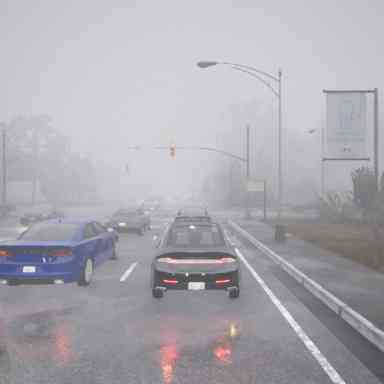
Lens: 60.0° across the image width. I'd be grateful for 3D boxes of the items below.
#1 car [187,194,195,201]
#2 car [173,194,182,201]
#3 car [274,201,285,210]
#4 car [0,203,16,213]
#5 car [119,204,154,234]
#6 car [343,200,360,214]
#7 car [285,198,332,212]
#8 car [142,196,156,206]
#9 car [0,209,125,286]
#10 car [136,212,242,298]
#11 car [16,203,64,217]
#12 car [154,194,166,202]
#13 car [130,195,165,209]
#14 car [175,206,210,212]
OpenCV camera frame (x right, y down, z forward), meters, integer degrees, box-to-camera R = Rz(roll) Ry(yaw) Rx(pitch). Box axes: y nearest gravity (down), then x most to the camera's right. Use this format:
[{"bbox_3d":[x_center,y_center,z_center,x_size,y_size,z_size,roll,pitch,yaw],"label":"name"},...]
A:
[{"bbox_3d":[-0.302,1.518,85.673,2.128,1.511,4.902,0,0,0],"label":"car"},{"bbox_3d":[-3.800,1.471,85.277,1.882,1.535,5.008,0,0,0],"label":"car"},{"bbox_3d":[12.852,1.491,41.661,4.902,1.511,2.128,0,0,3],"label":"car"},{"bbox_3d":[-21.747,1.601,36.343,4.718,1.301,1.895,0,0,1],"label":"car"},{"bbox_3d":[-3.463,1.564,18.464,1.994,1.385,4.181,0,0,0],"label":"car"},{"bbox_3d":[17.960,1.352,34.168,4.553,1.767,2.097,0,0,3],"label":"car"},{"bbox_3d":[13.570,1.526,38.103,4.674,1.442,1.812,0,0,3],"label":"car"},{"bbox_3d":[-7.278,1.505,56.583,1.837,1.490,4.892,0,0,0],"label":"car"},{"bbox_3d":[-3.431,1.478,9.472,1.882,1.535,5.008,0,0,0],"label":"car"},{"bbox_3d":[0.073,1.491,8.468,2.128,1.511,4.902,0,0,0],"label":"car"},{"bbox_3d":[-10.588,1.526,24.031,1.812,1.442,4.674,1,0,-5],"label":"car"},{"bbox_3d":[-7.267,1.355,75.875,2.097,1.767,4.553,0,0,0],"label":"car"},{"bbox_3d":[-5.974,1.525,42.594,1.812,1.442,4.674,1,0,36],"label":"car"},{"bbox_3d":[0.038,1.478,17.964,1.882,1.535,5.008,0,0,0],"label":"car"}]
